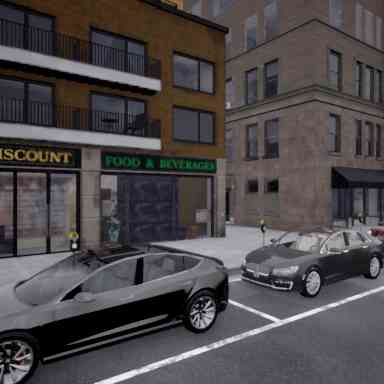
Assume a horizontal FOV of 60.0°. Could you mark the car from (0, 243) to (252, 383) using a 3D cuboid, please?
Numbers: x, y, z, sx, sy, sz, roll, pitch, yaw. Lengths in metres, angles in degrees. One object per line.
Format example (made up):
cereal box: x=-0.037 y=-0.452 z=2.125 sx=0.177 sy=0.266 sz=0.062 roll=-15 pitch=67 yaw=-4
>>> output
car: x=-1.340 y=1.566 z=5.231 sx=4.313 sy=1.339 sz=1.947 roll=0 pitch=0 yaw=-35

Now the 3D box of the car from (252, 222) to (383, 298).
car: x=3.168 y=1.552 z=8.413 sx=4.403 sy=1.369 sz=2.008 roll=0 pitch=0 yaw=-35
